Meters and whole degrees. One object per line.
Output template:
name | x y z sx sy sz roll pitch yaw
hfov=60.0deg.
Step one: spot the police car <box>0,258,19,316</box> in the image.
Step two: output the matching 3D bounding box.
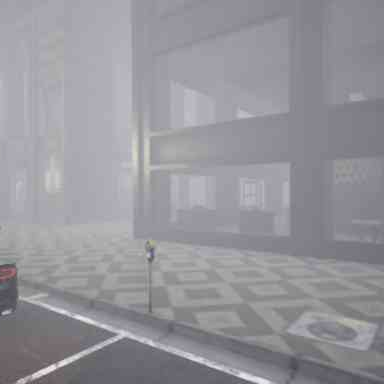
police car | -5.341 1.468 6.373 5.238 1.638 1.930 0 0 36
